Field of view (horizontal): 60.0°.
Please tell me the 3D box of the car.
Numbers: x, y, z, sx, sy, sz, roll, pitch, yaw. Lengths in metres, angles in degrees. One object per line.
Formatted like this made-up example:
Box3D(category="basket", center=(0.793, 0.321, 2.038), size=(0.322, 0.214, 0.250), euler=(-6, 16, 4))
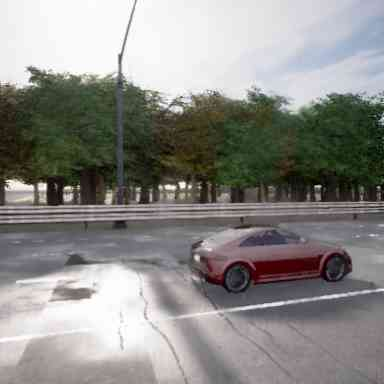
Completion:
Box3D(category="car", center=(1.989, 1.534, 8.585), size=(4.181, 1.385, 1.994), euler=(0, 0, -20))
